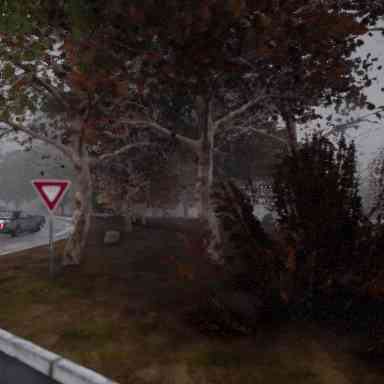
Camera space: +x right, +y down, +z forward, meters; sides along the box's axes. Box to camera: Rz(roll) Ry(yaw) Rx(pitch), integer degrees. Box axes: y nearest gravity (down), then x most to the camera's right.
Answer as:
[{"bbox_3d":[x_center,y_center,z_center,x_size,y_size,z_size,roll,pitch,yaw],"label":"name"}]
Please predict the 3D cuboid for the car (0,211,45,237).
[{"bbox_3d":[-9.813,1.660,18.203,1.895,1.301,4.718,0,0,-2],"label":"car"}]
